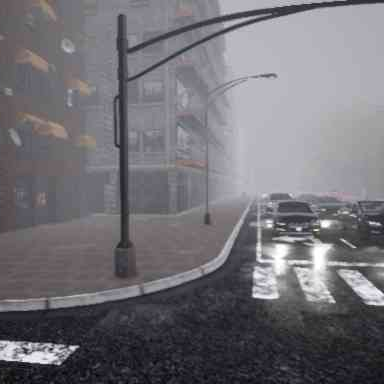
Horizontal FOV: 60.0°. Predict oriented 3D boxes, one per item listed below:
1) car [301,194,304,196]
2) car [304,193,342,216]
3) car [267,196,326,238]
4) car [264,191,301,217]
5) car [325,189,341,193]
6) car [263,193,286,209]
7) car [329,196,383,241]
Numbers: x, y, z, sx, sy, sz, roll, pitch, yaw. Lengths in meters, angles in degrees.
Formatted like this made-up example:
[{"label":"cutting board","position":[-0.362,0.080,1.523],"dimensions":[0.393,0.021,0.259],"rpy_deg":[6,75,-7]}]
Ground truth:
[{"label":"car","position":[11.594,0.863,33.533],"dimensions":[1.994,1.385,4.181],"rpy_deg":[0,1,11]},{"label":"car","position":[9.626,1.009,23.814],"dimensions":[2.033,1.411,5.357],"rpy_deg":[0,1,11]},{"label":"car","position":[4.592,1.140,15.210],"dimensions":[1.837,1.490,4.892],"rpy_deg":[0,1,11]},{"label":"car","position":[6.400,0.835,24.235],"dimensions":[2.097,1.767,4.553],"rpy_deg":[0,1,11]},{"label":"car","position":[22.055,0.285,52.261],"dimensions":[2.097,1.767,4.553],"rpy_deg":[0,1,11]},{"label":"car","position":[8.498,0.856,34.631],"dimensions":[2.033,1.411,5.357],"rpy_deg":[0,1,12]},{"label":"car","position":[7.703,1.115,14.258],"dimensions":[2.128,1.511,4.902],"rpy_deg":[0,1,9]}]
